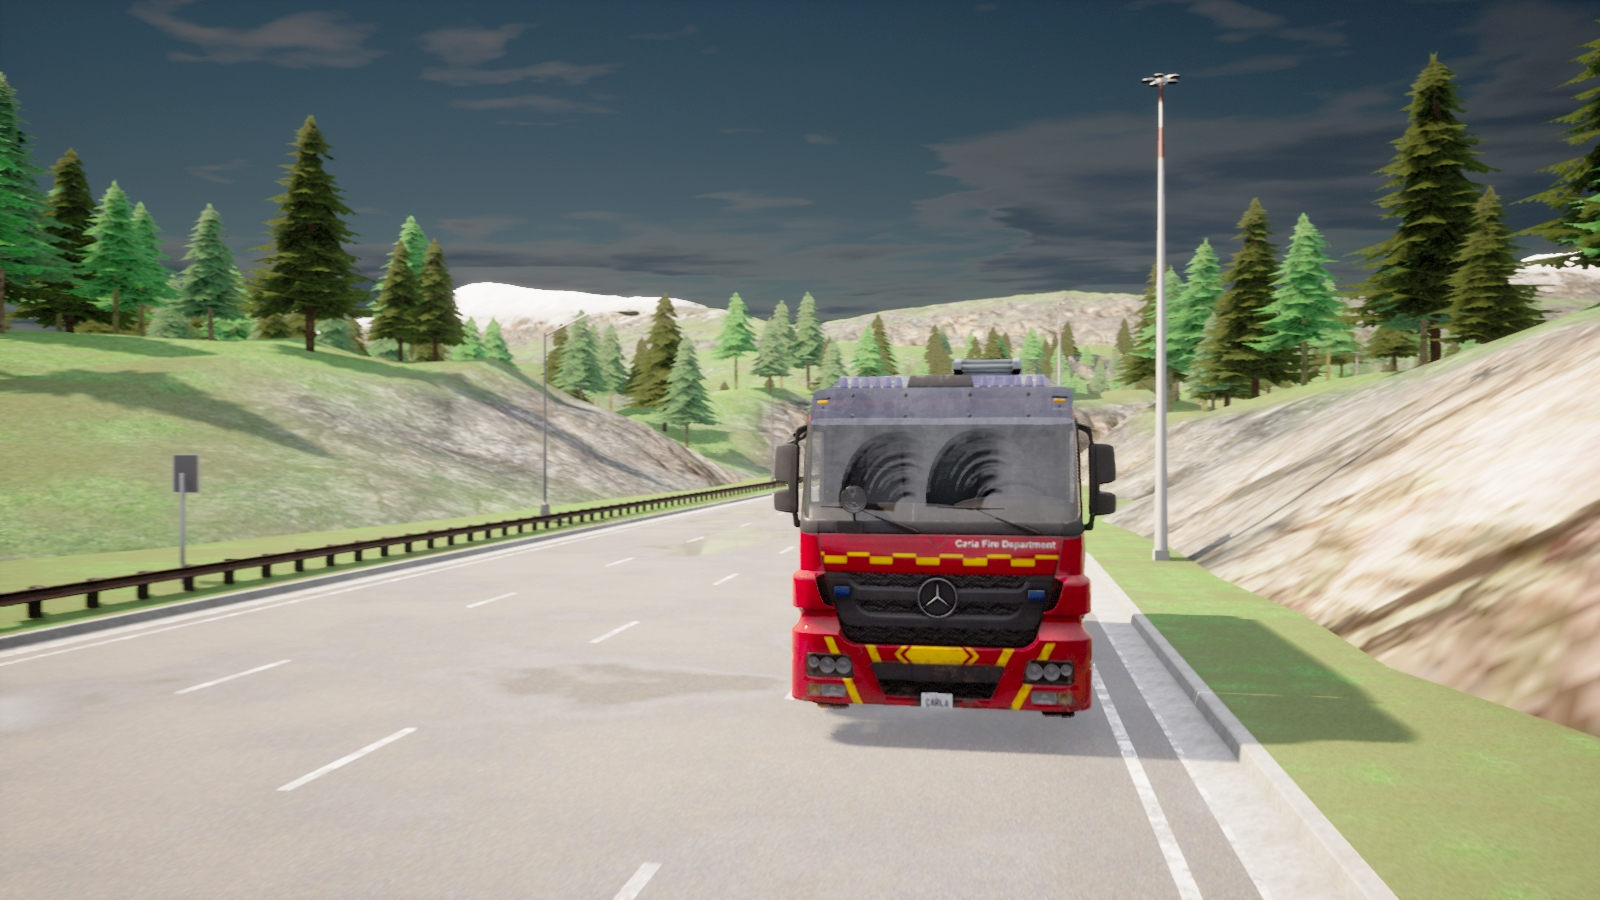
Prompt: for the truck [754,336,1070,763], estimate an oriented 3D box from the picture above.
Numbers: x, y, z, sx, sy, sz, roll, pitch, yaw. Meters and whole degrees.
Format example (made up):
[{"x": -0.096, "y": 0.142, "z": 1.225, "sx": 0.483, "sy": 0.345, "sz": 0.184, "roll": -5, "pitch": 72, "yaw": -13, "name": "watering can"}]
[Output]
[{"x": 1.709, "y": 0.892, "z": 14.642, "sx": 2.891, "sy": 3.827, "sz": 8.468, "roll": 0, "pitch": 0, "yaw": 10, "name": "truck"}]
